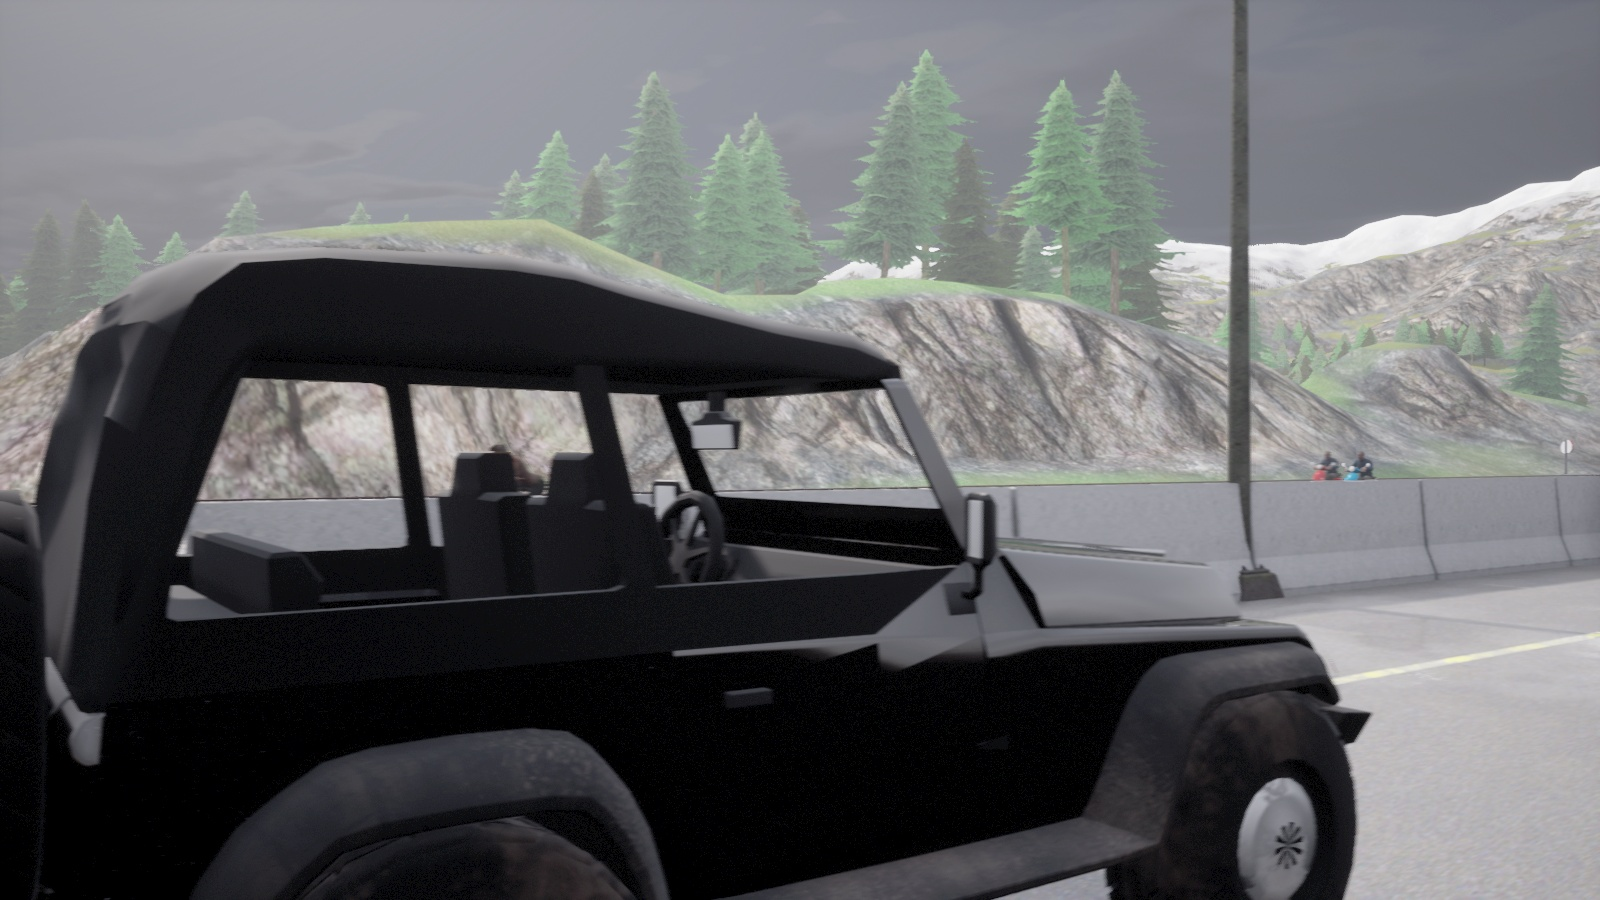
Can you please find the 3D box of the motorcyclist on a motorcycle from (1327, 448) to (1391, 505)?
[{"bbox_3d":[16.123,0.753,36.202,1.817,1.590,0.866,0,0,-35],"label":"motorcyclist on a motorcycle"}]

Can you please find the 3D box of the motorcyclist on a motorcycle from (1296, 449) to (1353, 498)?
[{"bbox_3d":[17.228,0.763,41.236,1.817,1.590,0.866,0,0,-35],"label":"motorcyclist on a motorcycle"}]

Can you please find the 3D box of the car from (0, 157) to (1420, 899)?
[{"bbox_3d":[-0.252,0.548,3.484,3.866,1.878,1.905,0,0,-35],"label":"car"}]
